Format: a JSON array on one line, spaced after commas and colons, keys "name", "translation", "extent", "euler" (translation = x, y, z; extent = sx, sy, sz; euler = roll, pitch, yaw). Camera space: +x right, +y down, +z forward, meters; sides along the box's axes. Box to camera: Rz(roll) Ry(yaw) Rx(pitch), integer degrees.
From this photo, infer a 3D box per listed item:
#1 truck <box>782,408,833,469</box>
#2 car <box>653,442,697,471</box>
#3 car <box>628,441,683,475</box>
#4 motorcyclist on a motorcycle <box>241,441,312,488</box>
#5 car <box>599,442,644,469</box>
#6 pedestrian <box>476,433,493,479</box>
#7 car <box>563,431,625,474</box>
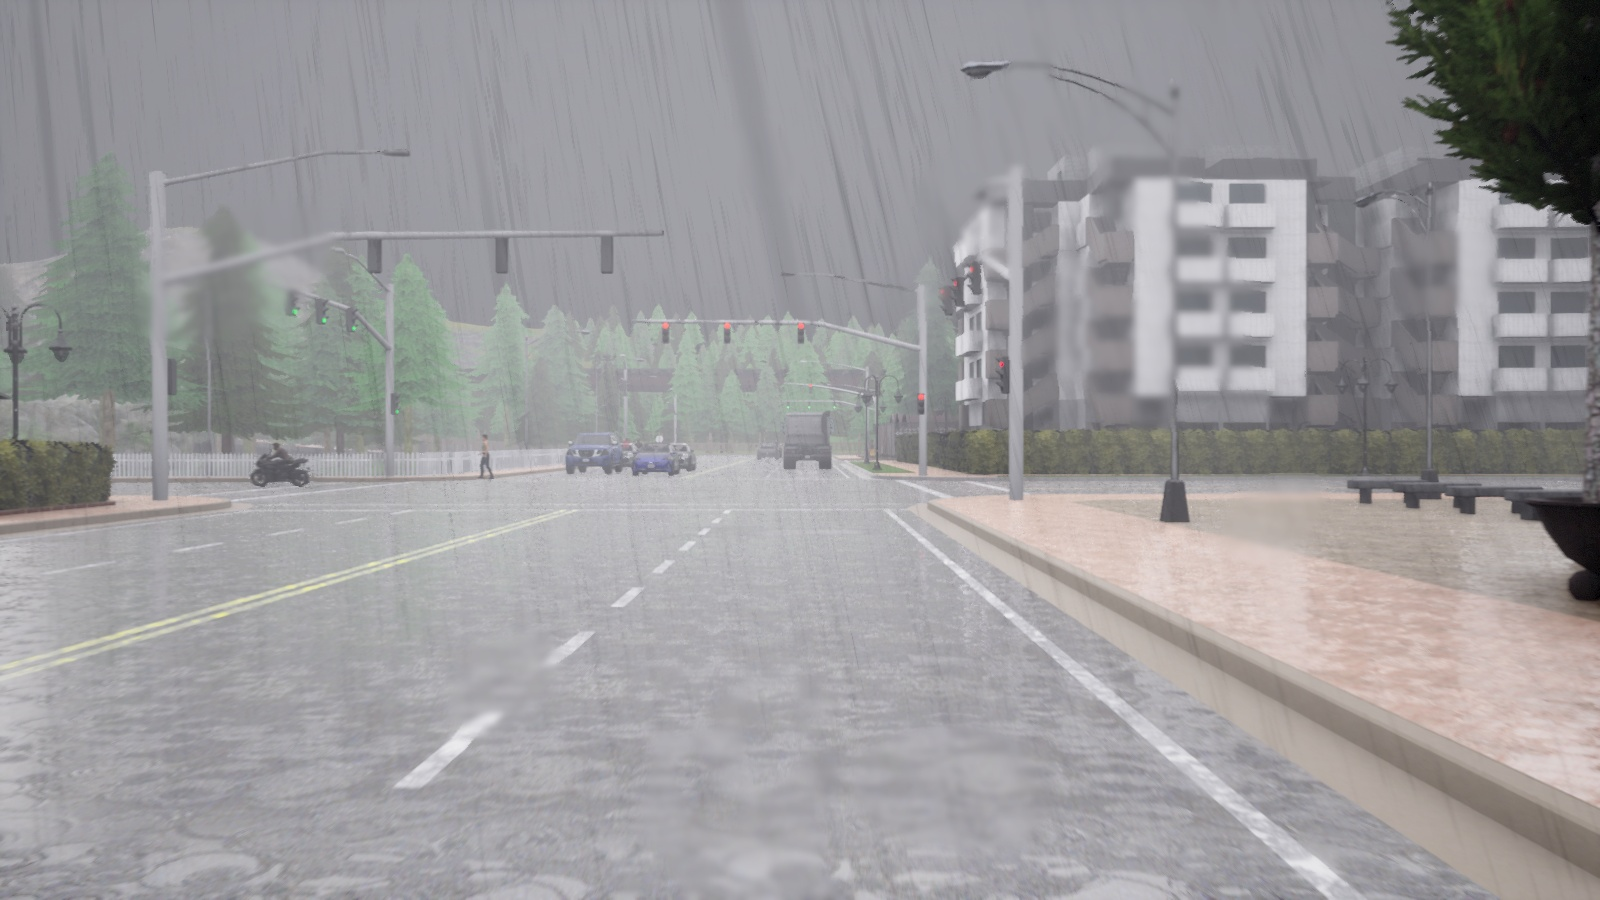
[{"name": "truck", "translation": [0.441, -0.657, 74.900], "extent": [2.891, 3.462, 7.936], "euler": [0, 0, 0]}, {"name": "car", "translation": [-6.606, 0.330, 66.730], "extent": [1.970, 1.475, 3.806], "euler": [0, 0, 1]}, {"name": "car", "translation": [-6.653, 0.359, 58.351], "extent": [2.007, 1.525, 4.514], "euler": [0, 0, 0]}, {"name": "motorcyclist on a motorcycle", "translation": [-17.509, 0.478, 42.014], "extent": [2.044, 1.523, 0.797], "euler": [0, 1, 3]}, {"name": "car", "translation": [-10.081, 0.302, 71.264], "extent": [1.970, 1.475, 3.806], "euler": [0, 0, 0]}, {"name": "pedestrian", "translation": [-12.683, 0.250, 50.520], "extent": [0.594, 1.836, 0.345], "euler": [0, 0, 1]}, {"name": "car", "translation": [-10.134, 0.107, 62.138], "extent": [2.150, 2.045, 5.566], "euler": [0, 0, 0]}]
